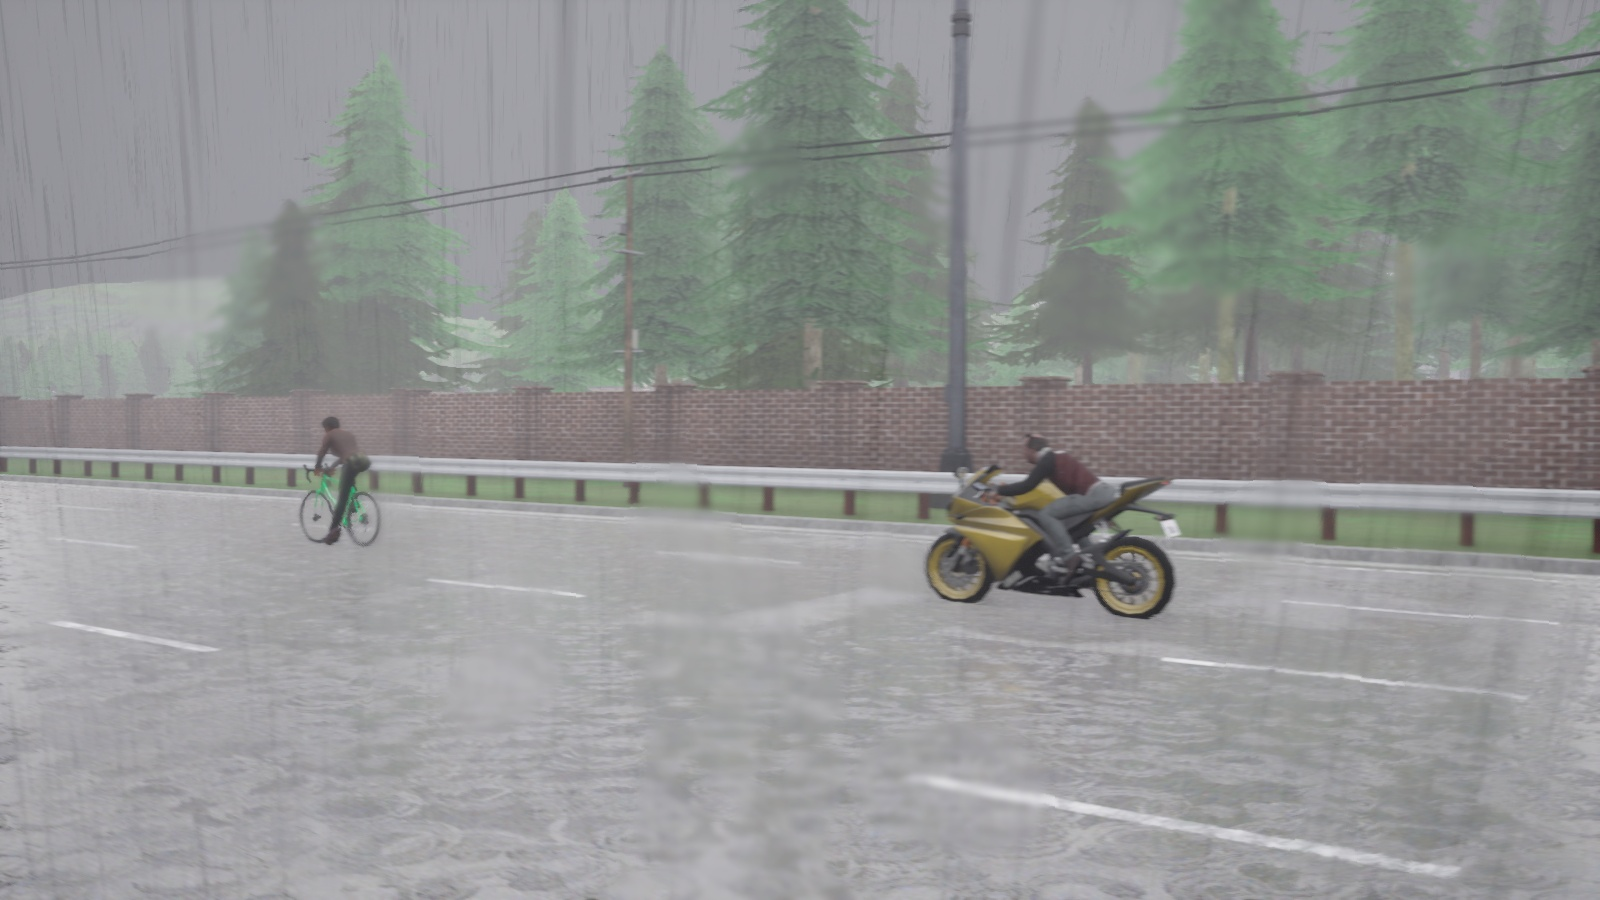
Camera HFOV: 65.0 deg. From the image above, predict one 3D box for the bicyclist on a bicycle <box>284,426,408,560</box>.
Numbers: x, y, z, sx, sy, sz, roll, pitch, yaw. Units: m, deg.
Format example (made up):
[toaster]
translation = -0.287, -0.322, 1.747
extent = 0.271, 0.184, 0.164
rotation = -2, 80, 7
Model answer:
[bicyclist on a bicycle]
translation = -5.735, 0.521, 15.836
extent = 1.656, 1.620, 0.582
rotation = 0, 1, 34

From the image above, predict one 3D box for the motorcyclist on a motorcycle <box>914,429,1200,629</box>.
[motorcyclist on a motorcycle]
translation = 2.144, 0.602, 10.602
extent = 2.191, 1.530, 0.866
rotation = 0, 1, 34
